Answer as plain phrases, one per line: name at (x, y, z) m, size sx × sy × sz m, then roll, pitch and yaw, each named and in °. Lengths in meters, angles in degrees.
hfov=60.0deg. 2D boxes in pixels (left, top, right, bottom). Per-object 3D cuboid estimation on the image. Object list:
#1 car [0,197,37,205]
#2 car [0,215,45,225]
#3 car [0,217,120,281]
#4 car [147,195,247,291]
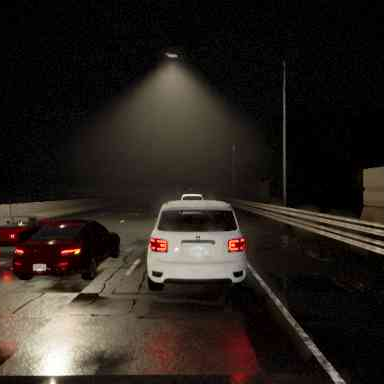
car at (-17.730, 1.331, 34.372) m, size 2.097 × 1.767 × 4.553 m, roll 0°, pitch 0°, yaw 0°
car at (-6.924, 1.602, 13.974) m, size 1.895 × 1.301 × 4.718 m, roll 0°, pitch 0°, yaw 0°
car at (-3.415, 1.527, 9.770) m, size 1.812 × 1.442 × 4.674 m, roll 0°, pitch 0°, yaw 0°
car at (0.093, 1.222, 9.146) m, size 2.150 × 2.045 × 5.566 m, roll 0°, pitch 0°, yaw 0°
